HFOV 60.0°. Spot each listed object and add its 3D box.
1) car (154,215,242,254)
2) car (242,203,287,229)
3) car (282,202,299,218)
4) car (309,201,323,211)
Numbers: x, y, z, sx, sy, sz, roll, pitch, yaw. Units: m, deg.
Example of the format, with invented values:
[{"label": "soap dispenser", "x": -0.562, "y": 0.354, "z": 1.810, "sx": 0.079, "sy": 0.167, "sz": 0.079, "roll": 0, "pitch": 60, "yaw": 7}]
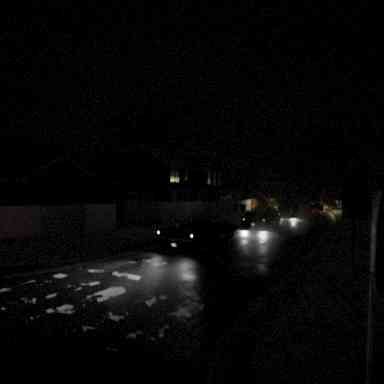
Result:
[{"label": "car", "x": 0.335, "y": 1.686, "z": 14.372, "sx": 1.895, "sy": 1.301, "sz": 4.718, "roll": 2, "pitch": 0, "yaw": 27}, {"label": "car", "x": 5.106, "y": 1.748, "z": 23.899, "sx": 2.033, "sy": 1.411, "sz": 5.357, "roll": 2, "pitch": 0, "yaw": 25}, {"label": "car", "x": 10.206, "y": 1.815, "z": 35.398, "sx": 1.882, "sy": 1.535, "sz": 5.008, "roll": 2, "pitch": 0, "yaw": 23}, {"label": "car", "x": 19.946, "y": 2.197, "z": 53.392, "sx": 2.128, "sy": 1.511, "sz": 4.902, "roll": 2, "pitch": -1, "yaw": 18}]
